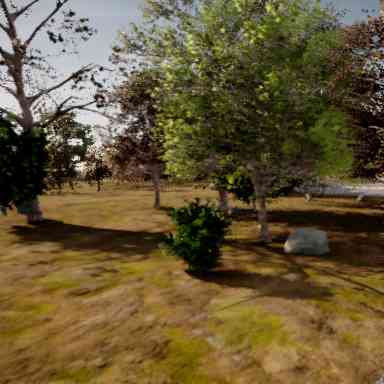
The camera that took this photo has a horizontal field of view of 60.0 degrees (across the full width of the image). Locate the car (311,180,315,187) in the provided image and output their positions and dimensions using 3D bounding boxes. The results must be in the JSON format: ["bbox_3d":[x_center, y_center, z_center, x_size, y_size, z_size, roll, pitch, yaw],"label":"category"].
[{"bbox_3d":[21.692,-1.652,61.909,1.994,1.385,4.181,-3,4,28],"label":"car"}]

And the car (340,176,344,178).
[{"bbox_3d":[34.533,-3.305,72.807,4.718,1.301,1.895,-5,3,-19],"label":"car"}]

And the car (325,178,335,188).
[{"bbox_3d":[23.292,-1.552,57.104,1.837,1.490,4.892,-5,3,17],"label":"car"}]

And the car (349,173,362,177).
[{"bbox_3d":[35.422,-3.247,69.678,5.357,1.411,2.033,-5,3,-19],"label":"car"}]
